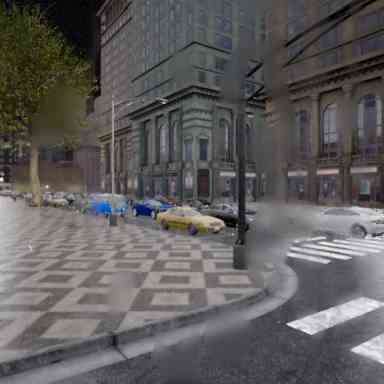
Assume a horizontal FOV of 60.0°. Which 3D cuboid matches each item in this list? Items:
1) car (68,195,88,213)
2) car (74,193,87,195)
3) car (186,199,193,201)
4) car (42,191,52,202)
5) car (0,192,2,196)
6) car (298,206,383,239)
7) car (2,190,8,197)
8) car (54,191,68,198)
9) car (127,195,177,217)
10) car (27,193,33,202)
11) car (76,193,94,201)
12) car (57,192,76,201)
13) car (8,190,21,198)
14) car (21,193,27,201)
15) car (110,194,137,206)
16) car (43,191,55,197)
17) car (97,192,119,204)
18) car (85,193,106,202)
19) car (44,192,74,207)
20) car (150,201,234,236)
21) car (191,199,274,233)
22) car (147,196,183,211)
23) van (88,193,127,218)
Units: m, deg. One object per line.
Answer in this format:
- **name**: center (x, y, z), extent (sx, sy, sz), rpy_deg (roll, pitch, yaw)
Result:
- **car**: center (-10.005, 1.227, 31.700), extent (2.008, 1.369, 4.403), rpy_deg (1, 0, -35)
- **car**: center (-14.845, 1.009, 43.242), extent (1.837, 1.490, 4.892), rpy_deg (0, 1, -35)
- **car**: center (0.194, 1.309, 32.032), extent (1.947, 1.339, 4.313), rpy_deg (1, 0, -35)
- **car**: center (-19.721, 0.989, 45.473), extent (2.008, 1.369, 4.403), rpy_deg (1, 0, -35)
- **car**: center (-45.630, 0.251, 82.191), extent (1.967, 1.590, 4.097), rpy_deg (1, 0, -35)
- **car**: center (7.632, 1.445, 16.854), extent (1.812, 1.442, 4.674), rpy_deg (0, 1, -35)
- **car**: center (-42.390, 0.327, 77.600), extent (1.967, 1.590, 4.097), rpy_deg (1, 0, -35)
- **car**: center (-28.952, 0.581, 73.339), extent (1.887, 1.381, 4.507), rpy_deg (1, 0, -35)
- **car**: center (-3.067, 1.254, 26.470), extent (1.882, 1.535, 5.008), rpy_deg (0, 1, -35)
- **car**: center (-22.960, 0.907, 50.063), extent (2.008, 1.369, 4.403), rpy_deg (1, 0, -35)
- **car**: center (-19.237, 0.855, 59.572), extent (1.802, 1.307, 4.206), rpy_deg (1, 0, -35)
- **car**: center (-22.464, 0.740, 59.499), extent (2.128, 1.511, 4.902), rpy_deg (0, 1, -35)
- **car**: center (-35.913, 0.480, 68.421), extent (1.967, 1.590, 4.097), rpy_deg (1, 0, -35)
- **car**: center (-26.199, 0.827, 54.652), extent (2.008, 1.369, 4.403), rpy_deg (1, 0, -35)
- **car**: center (-9.522, 1.068, 45.804), extent (2.008, 1.369, 4.403), rpy_deg (1, 0, -35)
- **car**: center (-35.429, 0.465, 82.518), extent (1.802, 1.307, 4.206), rpy_deg (1, 0, -35)
- **car**: center (-12.758, 0.875, 50.393), extent (1.967, 1.590, 4.097), rpy_deg (1, 0, -35)
- **car**: center (-15.998, 0.904, 54.983), extent (2.008, 1.369, 4.403), rpy_deg (1, 0, -35)
- **car**: center (-16.385, 1.048, 40.744), extent (1.752, 1.417, 4.829), rpy_deg (1, 0, -35)
- **car**: center (-0.190, 1.395, 17.786), extent (1.752, 1.417, 4.829), rpy_deg (1, 0, -35)
- **car**: center (2.372, 1.366, 18.772), extent (2.128, 1.511, 4.902), rpy_deg (0, 1, -36)
- **car**: center (-3.043, 1.218, 36.621), extent (1.887, 1.381, 4.507), rpy_deg (1, 0, -35)
- **van**: center (-6.764, 1.088, 27.109), extent (1.690, 1.788, 3.998), rpy_deg (1, 0, -35)
